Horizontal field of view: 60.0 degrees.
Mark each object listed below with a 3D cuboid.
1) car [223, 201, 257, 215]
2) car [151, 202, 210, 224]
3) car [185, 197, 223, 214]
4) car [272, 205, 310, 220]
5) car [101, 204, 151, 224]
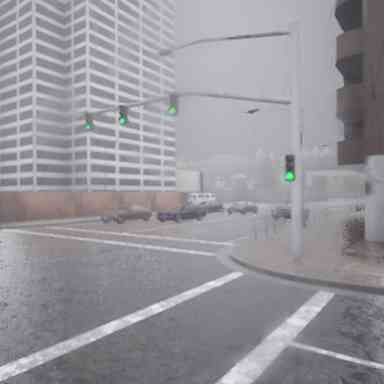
[{"bbox_3d":[5.560,1.702,36.275,1.812,1.442,4.674,-1,0,35],"label":"car"},{"bbox_3d":[-0.831,1.776,27.239,1.895,1.301,4.718,-1,0,35],"label":"car"},{"bbox_3d":[1.718,1.691,36.914,1.882,1.535,5.008,-1,-1,35],"label":"car"},{"bbox_3d":[8.465,1.703,28.109,1.895,1.301,4.718,-1,0,35],"label":"car"},{"bbox_3d":[-5.230,1.738,27.039,1.812,1.442,4.674,-1,0,34],"label":"car"}]
